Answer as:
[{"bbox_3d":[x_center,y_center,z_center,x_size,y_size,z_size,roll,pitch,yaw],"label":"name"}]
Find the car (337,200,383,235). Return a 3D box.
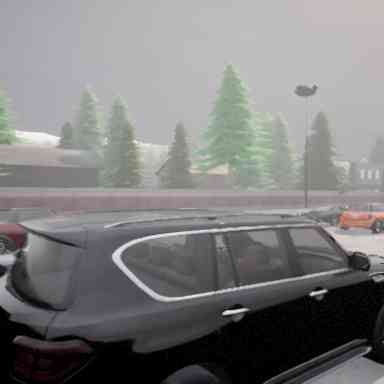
[{"bbox_3d":[11.078,1.444,20.242,4.553,1.767,2.097,0,0,-36],"label":"car"}]

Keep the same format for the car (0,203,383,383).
[{"bbox_3d":[0.607,1.234,4.180,5.566,2.045,2.150,0,0,-35],"label":"car"}]

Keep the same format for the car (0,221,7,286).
[{"bbox_3d":[-6.920,1.520,7.425,4.674,1.442,1.812,0,0,-36],"label":"car"}]

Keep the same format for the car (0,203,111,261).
[{"bbox_3d":[-5.665,1.364,12.601,4.553,1.767,2.097,0,0,-35],"label":"car"}]

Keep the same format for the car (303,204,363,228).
[{"bbox_3d":[10.190,1.624,23.924,4.674,1.442,1.812,0,0,-36],"label":"car"}]

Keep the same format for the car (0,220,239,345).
[{"bbox_3d":[-1.442,1.517,7.016,4.892,1.490,1.837,0,0,-35],"label":"car"}]
